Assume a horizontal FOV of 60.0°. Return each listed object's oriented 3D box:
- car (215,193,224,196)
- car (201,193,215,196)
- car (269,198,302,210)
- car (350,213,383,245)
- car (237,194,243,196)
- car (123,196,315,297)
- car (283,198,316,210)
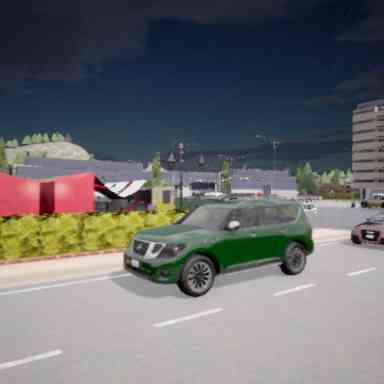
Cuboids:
[{"bbox_3d":[5.176,1.347,78.515,1.932,1.855,4.605,0,0,-35],"label":"car"},{"bbox_3d":[2.778,1.341,76.893,1.905,1.878,3.866,0,0,-35],"label":"car"},{"bbox_3d":[12.227,1.518,43.717,1.784,1.438,3.905,0,0,-35],"label":"car"},{"bbox_3d":[8.786,1.607,14.541,4.181,1.385,1.994,0,0,-35],"label":"car"},{"bbox_3d":[10.619,1.573,61.052,1.970,1.475,3.806,0,0,-35],"label":"car"},{"bbox_3d":[0.990,1.238,8.998,5.566,2.045,2.150,0,0,-36],"label":"car"},{"bbox_3d":[14.595,1.558,45.383,1.970,1.475,3.806,0,0,-35],"label":"car"}]
